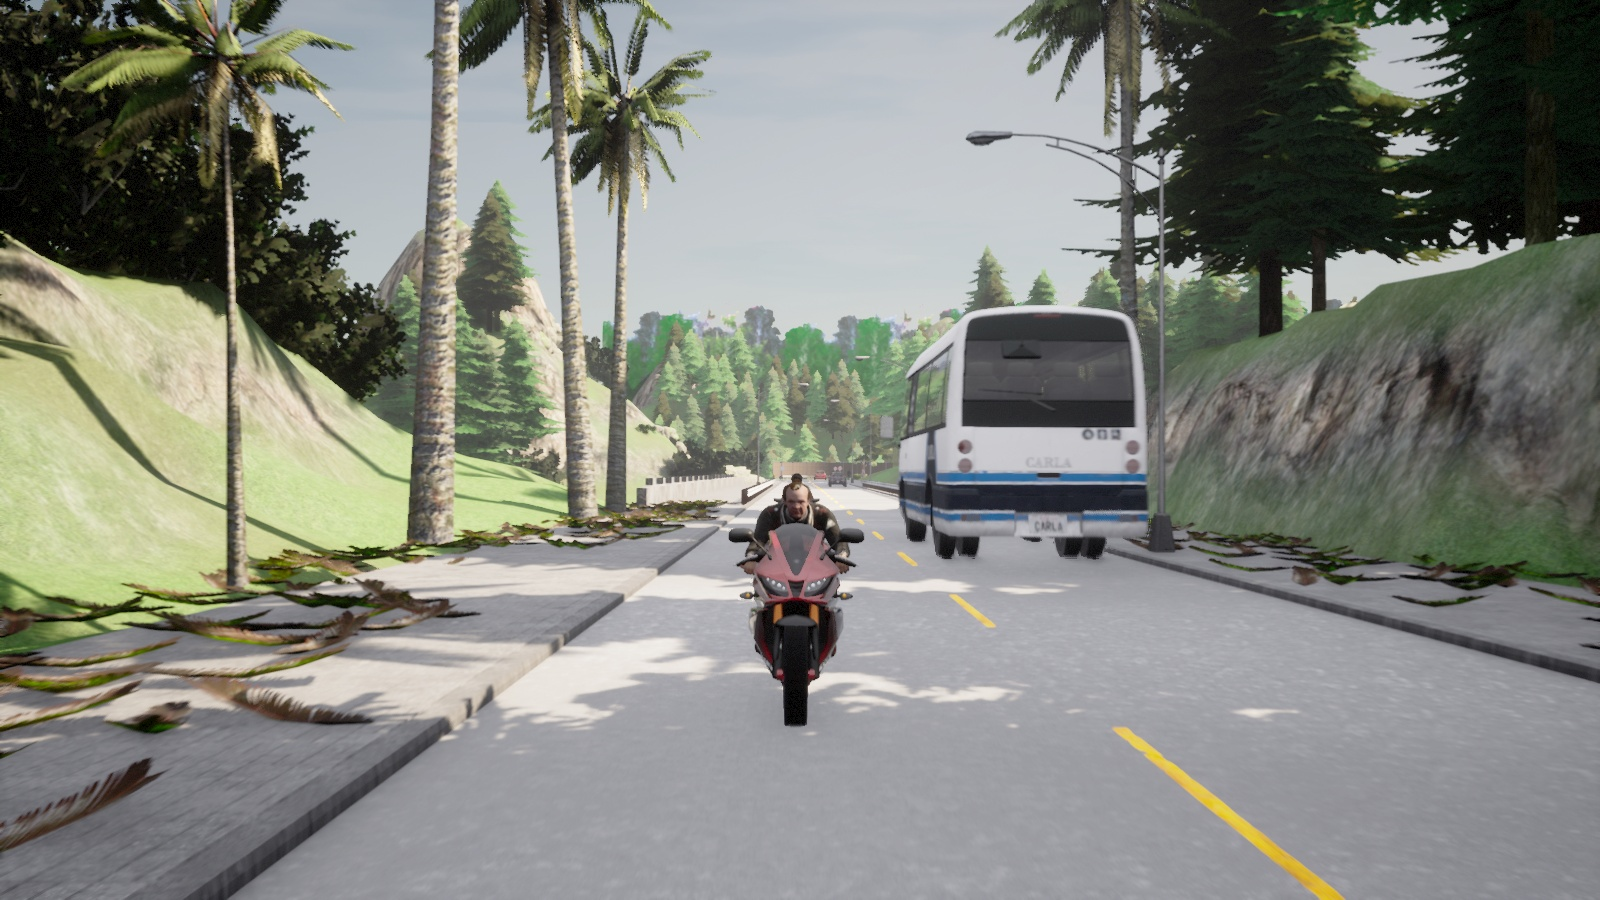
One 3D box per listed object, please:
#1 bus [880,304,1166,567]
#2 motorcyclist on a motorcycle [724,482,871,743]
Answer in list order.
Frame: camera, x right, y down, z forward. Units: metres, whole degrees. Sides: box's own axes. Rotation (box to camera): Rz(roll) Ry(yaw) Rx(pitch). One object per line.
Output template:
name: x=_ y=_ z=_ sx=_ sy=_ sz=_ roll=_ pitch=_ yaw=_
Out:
bus: x=3.941 y=-0.151 z=25.513 sx=3.944 sy=4.253 sz=10.273 roll=0 pitch=-1 yaw=0
motorcyclist on a motorcycle: x=-0.018 y=0.993 z=8.579 sx=0.866 sy=1.530 sz=2.191 roll=0 pitch=-1 yaw=0
